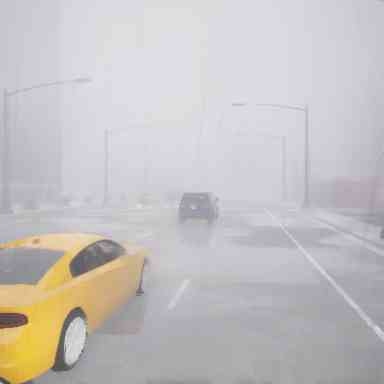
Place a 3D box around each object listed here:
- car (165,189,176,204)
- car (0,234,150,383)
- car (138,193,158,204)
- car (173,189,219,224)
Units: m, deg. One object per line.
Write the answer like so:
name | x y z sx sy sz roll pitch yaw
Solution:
car | -2.430 0.625 48.947 2.150 2.045 5.566 0 0 9
car | -2.179 1.458 5.770 1.882 1.535 5.008 0 1 9
car | -6.216 0.903 47.578 1.882 1.535 5.008 0 1 10
car | 0.529 0.984 22.595 2.150 2.045 5.566 0 1 9
